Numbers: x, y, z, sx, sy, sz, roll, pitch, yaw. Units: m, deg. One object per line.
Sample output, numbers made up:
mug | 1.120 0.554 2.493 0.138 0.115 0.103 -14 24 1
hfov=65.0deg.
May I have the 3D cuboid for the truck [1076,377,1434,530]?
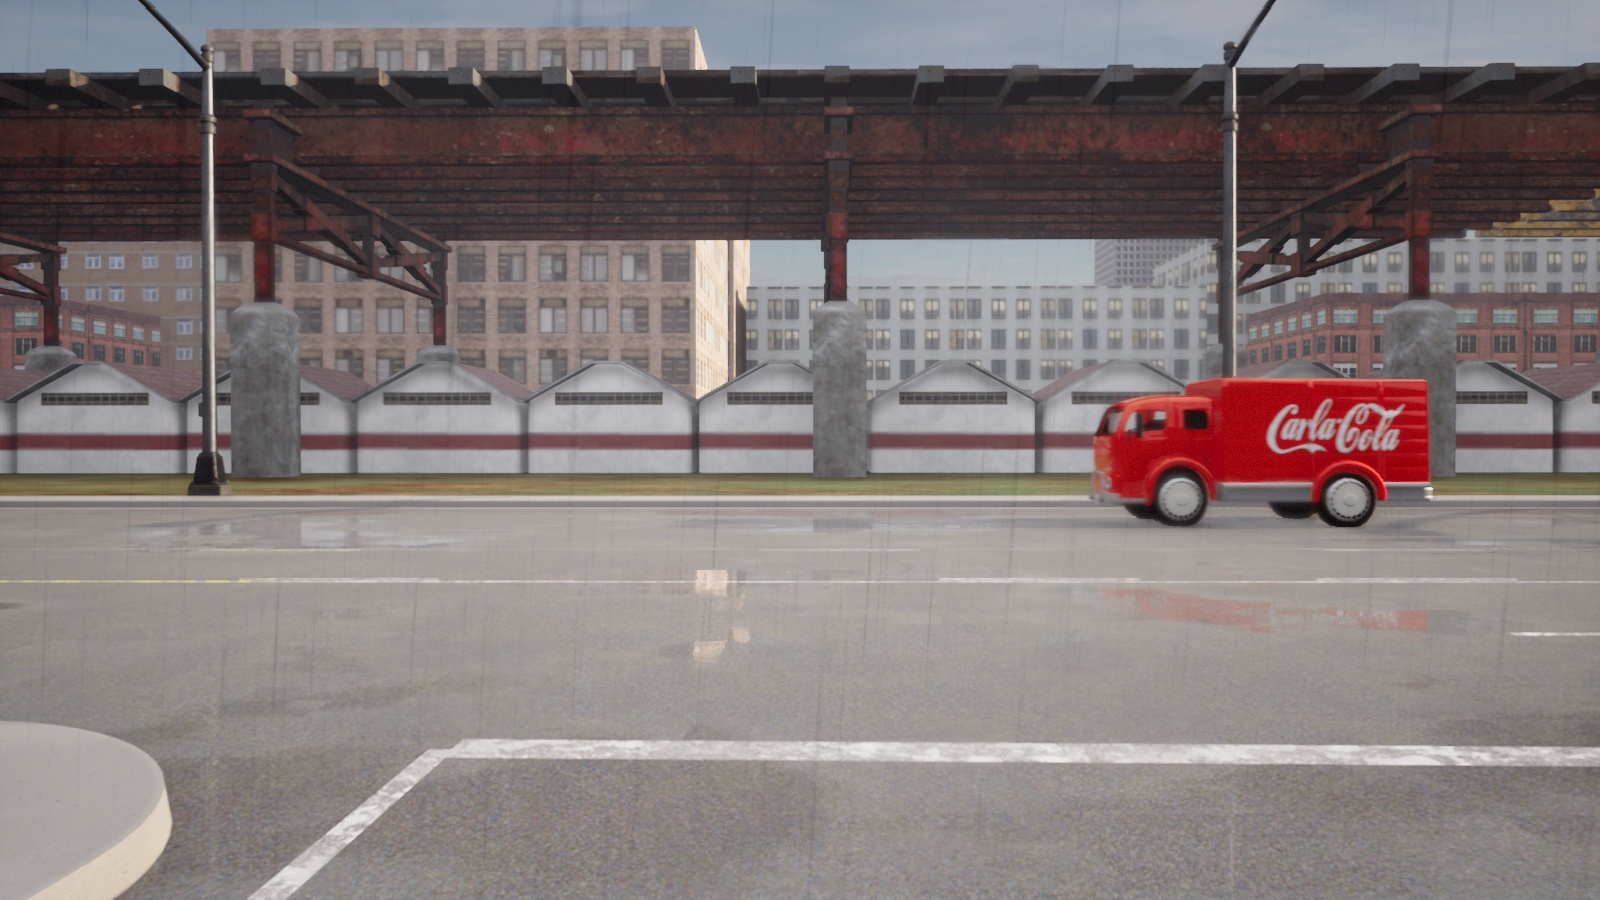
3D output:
truck | 7.635 0.040 21.594 5.204 2.467 2.627 0 1 1
